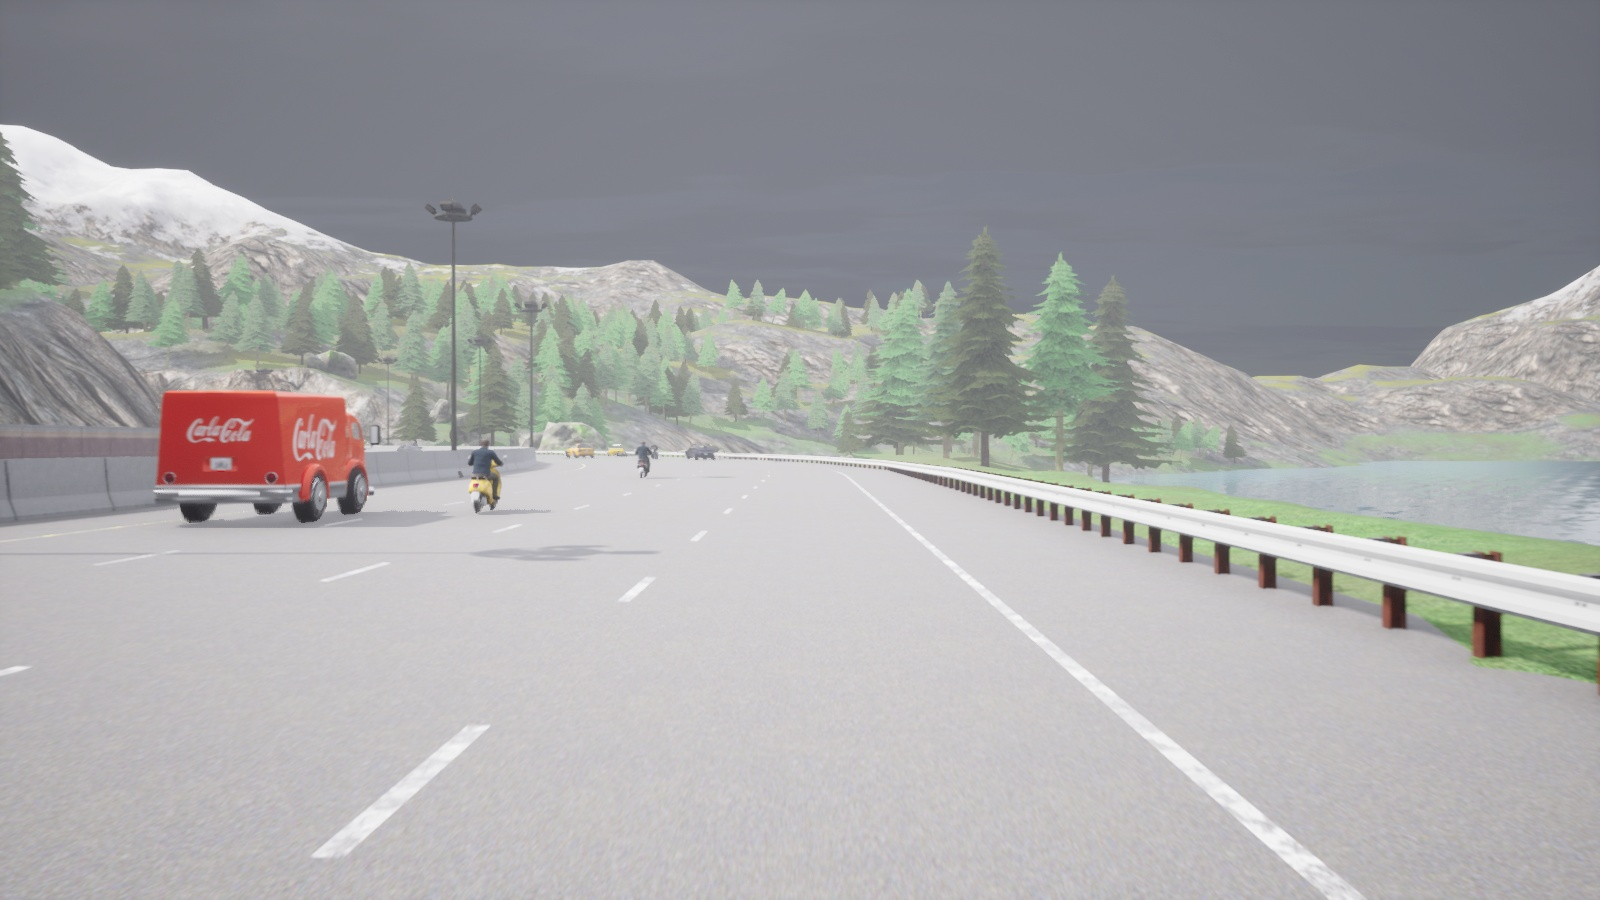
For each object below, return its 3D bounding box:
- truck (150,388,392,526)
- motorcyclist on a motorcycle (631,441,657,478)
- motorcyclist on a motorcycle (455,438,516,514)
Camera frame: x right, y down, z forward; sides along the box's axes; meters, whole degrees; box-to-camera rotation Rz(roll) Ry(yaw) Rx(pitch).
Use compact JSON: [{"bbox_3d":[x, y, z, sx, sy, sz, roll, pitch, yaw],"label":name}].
[{"bbox_3d":[-10.340,0.110,25.147,2.627,2.467,5.204,0,0,0],"label":"truck"},{"bbox_3d":[-6.677,0.391,53.792,0.866,1.590,1.817,0,0,0],"label":"motorcyclist on a motorcycle"},{"bbox_3d":[-6.827,0.540,27.388,0.866,1.590,1.817,0,0,0],"label":"motorcyclist on a motorcycle"}]
